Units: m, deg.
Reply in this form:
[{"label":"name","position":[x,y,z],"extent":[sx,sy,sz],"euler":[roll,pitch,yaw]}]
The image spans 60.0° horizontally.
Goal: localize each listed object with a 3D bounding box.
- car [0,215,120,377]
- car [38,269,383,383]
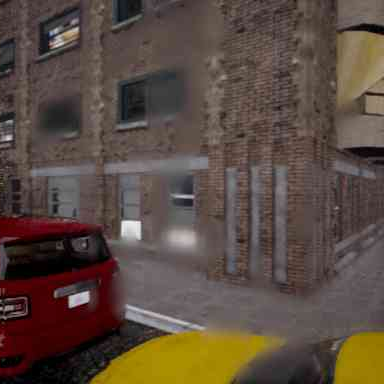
[{"label":"car","position":[-3.229,1.292,5.178],"extent":[5.009,1.841,2.192],"euler":[0,0,35]},{"label":"car","position":[1.258,1.525,1.978],"extent":[4.829,1.417,1.752],"euler":[0,0,35]}]
